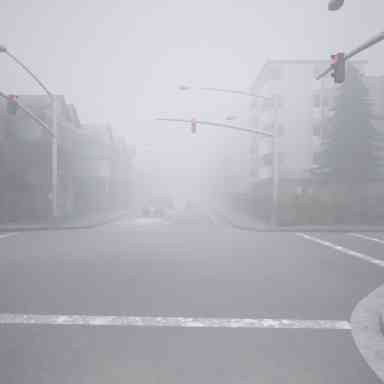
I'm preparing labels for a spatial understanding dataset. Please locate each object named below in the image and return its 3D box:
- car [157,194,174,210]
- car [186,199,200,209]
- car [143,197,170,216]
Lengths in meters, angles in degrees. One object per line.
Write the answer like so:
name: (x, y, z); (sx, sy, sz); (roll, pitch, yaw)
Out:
car: (-3.574, 1.221, 42.888); (2.150, 2.045, 5.566); (0, 0, 0)
car: (0.089, 1.600, 45.583); (1.895, 1.301, 4.718); (0, 0, -1)
car: (-3.595, 1.491, 32.312); (2.128, 1.511, 4.902); (0, 0, 0)
